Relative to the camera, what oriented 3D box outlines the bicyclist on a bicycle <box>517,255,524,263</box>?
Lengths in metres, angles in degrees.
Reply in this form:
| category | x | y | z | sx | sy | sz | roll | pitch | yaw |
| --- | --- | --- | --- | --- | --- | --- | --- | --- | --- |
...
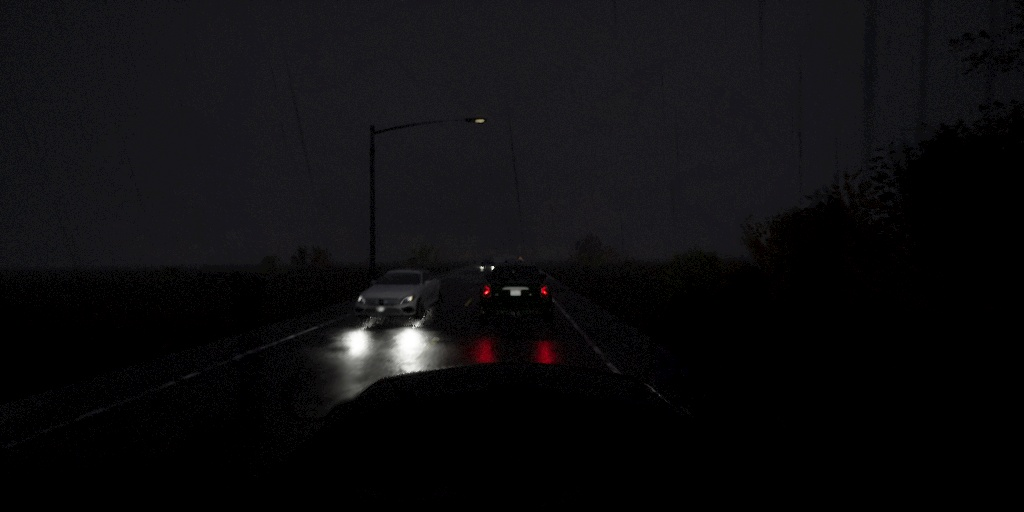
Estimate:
| category | x | y | z | sx | sy | sz | roll | pitch | yaw |
| --- | --- | --- | --- | --- | --- | --- | --- | --- | --- |
| bicyclist on a bicycle | 0.962 | 0.760 | 42.289 | 0.866 | 1.612 | 1.509 | 0 | 1 | 0 |

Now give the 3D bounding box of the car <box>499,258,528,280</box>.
| category | x | y | z | sx | sy | sz | roll | pitch | yaw |
| --- | --- | --- | --- | --- | --- | --- | --- | --- | --- |
| car | 0.104 | 0.957 | 28.612 | 2.128 | 1.511 | 4.902 | 0 | 1 | 0 |

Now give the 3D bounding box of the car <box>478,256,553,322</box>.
| category | x | y | z | sx | sy | sz | roll | pitch | yaw |
| --- | --- | --- | --- | --- | --- | --- | --- | --- | --- |
| car | 0.102 | 0.995 | 11.856 | 2.097 | 1.767 | 4.553 | 0 | 1 | 0 |

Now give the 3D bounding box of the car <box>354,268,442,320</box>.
| category | x | y | z | sx | sy | sz | roll | pitch | yaw |
| --- | --- | --- | --- | --- | --- | --- | --- | --- | --- |
| car | -3.605 | 1.165 | 12.195 | 1.812 | 1.442 | 4.674 | 0 | 1 | 0 |
